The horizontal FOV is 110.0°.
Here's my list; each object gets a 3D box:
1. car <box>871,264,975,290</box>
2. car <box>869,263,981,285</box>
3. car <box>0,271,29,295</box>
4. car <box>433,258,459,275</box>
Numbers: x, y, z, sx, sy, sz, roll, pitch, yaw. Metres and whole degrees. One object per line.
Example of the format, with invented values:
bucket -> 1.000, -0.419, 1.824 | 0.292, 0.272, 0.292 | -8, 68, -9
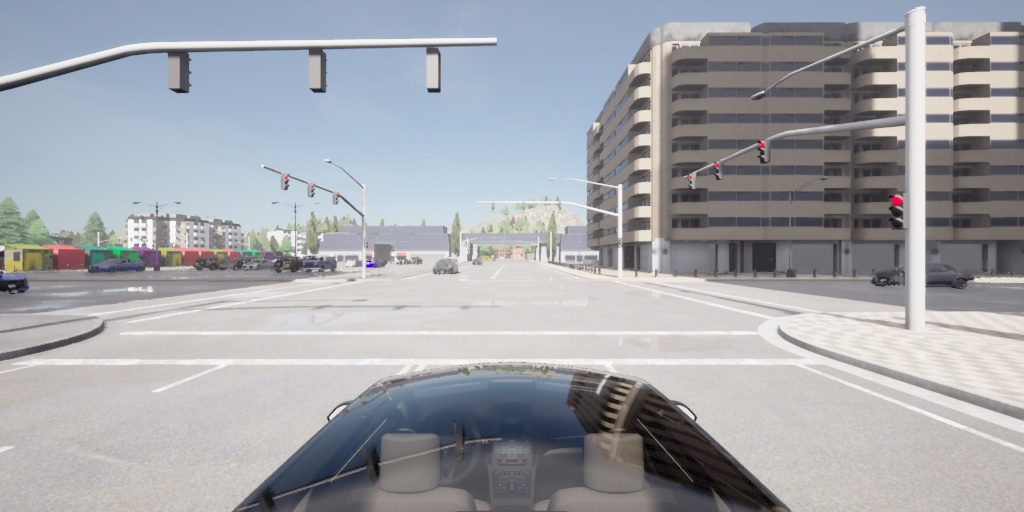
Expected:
car -> 24.108, 1.258, 21.324 | 4.181, 1.385, 1.994 | 0, 0, 0
car -> 28.424, 1.241, 24.797 | 5.357, 1.411, 2.033 | 0, 0, 0
car -> -26.418, 1.172, 17.167 | 5.008, 1.535, 1.882 | 0, 0, 0
car -> -6.995, 1.047, 38.109 | 2.097, 1.767, 4.553 | 0, 0, 0
